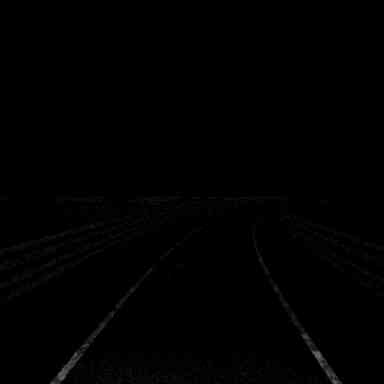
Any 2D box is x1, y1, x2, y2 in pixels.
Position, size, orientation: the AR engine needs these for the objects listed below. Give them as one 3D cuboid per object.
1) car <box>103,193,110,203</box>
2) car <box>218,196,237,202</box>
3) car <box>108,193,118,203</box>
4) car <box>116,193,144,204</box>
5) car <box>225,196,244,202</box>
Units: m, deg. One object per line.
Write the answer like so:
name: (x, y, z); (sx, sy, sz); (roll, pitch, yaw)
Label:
car: (-15.841, 1.248, 69.871); (5.566, 2.045, 2.150); (1, -1, -38)
car: (9.173, 1.811, 85.251); (4.892, 1.490, 1.837); (1, -1, -38)
car: (-13.741, 1.509, 67.071); (5.008, 1.535, 1.882); (1, -1, -38)
car: (-11.535, 1.484, 64.351); (5.008, 1.535, 1.882); (1, -1, -38)
car: (11.681, 1.917, 91.710); (5.357, 1.411, 2.033); (1, -1, -38)
